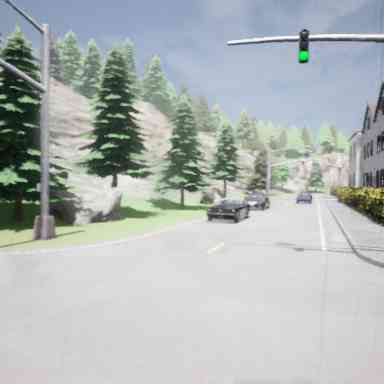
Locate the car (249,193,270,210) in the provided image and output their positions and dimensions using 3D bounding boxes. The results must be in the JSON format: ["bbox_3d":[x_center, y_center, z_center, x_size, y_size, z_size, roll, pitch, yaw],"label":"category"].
[{"bbox_3d":[6.002,0.815,30.533,2.128,1.511,4.902,1,2,21],"label":"car"}]

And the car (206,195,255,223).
[{"bbox_3d":[2.412,1.101,20.998,1.895,1.301,4.718,1,2,21],"label":"car"}]

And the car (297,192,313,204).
[{"bbox_3d":[14.357,0.715,42.351,2.033,1.411,5.357,1,2,21],"label":"car"}]
